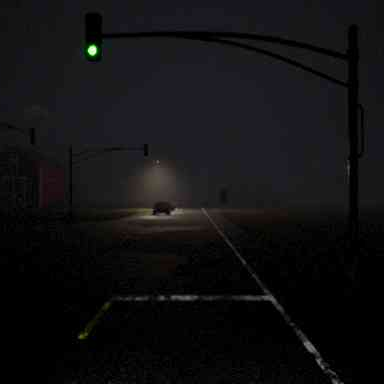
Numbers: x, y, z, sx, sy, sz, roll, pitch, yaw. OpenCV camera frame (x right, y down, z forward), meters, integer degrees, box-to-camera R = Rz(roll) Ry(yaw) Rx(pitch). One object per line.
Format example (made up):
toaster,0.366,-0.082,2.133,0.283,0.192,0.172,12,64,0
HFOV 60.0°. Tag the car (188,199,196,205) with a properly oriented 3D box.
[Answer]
car,0.042,2.389,81.435,1.994,1.385,4.181,0,-1,0

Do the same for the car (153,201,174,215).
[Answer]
car,-3.569,1.911,39.966,1.882,1.535,5.008,0,-1,0

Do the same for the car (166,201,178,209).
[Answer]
car,-3.512,2.233,59.755,1.895,1.301,4.718,0,-1,1

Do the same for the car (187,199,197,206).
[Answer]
car,0.037,2.225,71.750,1.882,1.535,5.008,0,-1,0

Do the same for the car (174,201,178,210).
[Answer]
car,-3.555,2.059,49.827,1.812,1.442,4.674,0,-1,1
